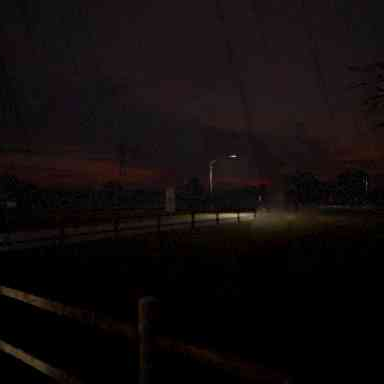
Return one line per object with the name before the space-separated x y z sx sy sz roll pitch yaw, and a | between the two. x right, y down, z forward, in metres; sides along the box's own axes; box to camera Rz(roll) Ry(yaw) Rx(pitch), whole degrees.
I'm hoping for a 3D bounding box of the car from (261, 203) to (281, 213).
car | 12.207 2.395 51.208 2.128 1.511 4.902 1 -1 36
